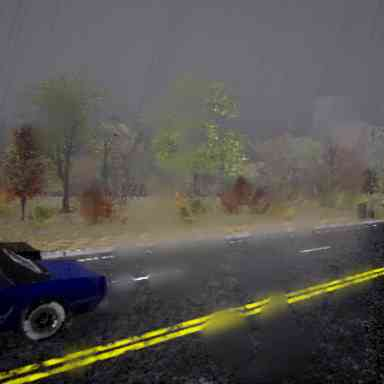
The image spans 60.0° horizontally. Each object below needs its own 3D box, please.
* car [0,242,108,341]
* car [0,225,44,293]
[{"bbox_3d":[-3.829,1.602,4.936,4.718,1.301,1.895,0,0,-35],"label":"car"},{"bbox_3d":[-6.025,1.602,7.363,4.718,1.301,1.895,0,0,-35],"label":"car"}]
